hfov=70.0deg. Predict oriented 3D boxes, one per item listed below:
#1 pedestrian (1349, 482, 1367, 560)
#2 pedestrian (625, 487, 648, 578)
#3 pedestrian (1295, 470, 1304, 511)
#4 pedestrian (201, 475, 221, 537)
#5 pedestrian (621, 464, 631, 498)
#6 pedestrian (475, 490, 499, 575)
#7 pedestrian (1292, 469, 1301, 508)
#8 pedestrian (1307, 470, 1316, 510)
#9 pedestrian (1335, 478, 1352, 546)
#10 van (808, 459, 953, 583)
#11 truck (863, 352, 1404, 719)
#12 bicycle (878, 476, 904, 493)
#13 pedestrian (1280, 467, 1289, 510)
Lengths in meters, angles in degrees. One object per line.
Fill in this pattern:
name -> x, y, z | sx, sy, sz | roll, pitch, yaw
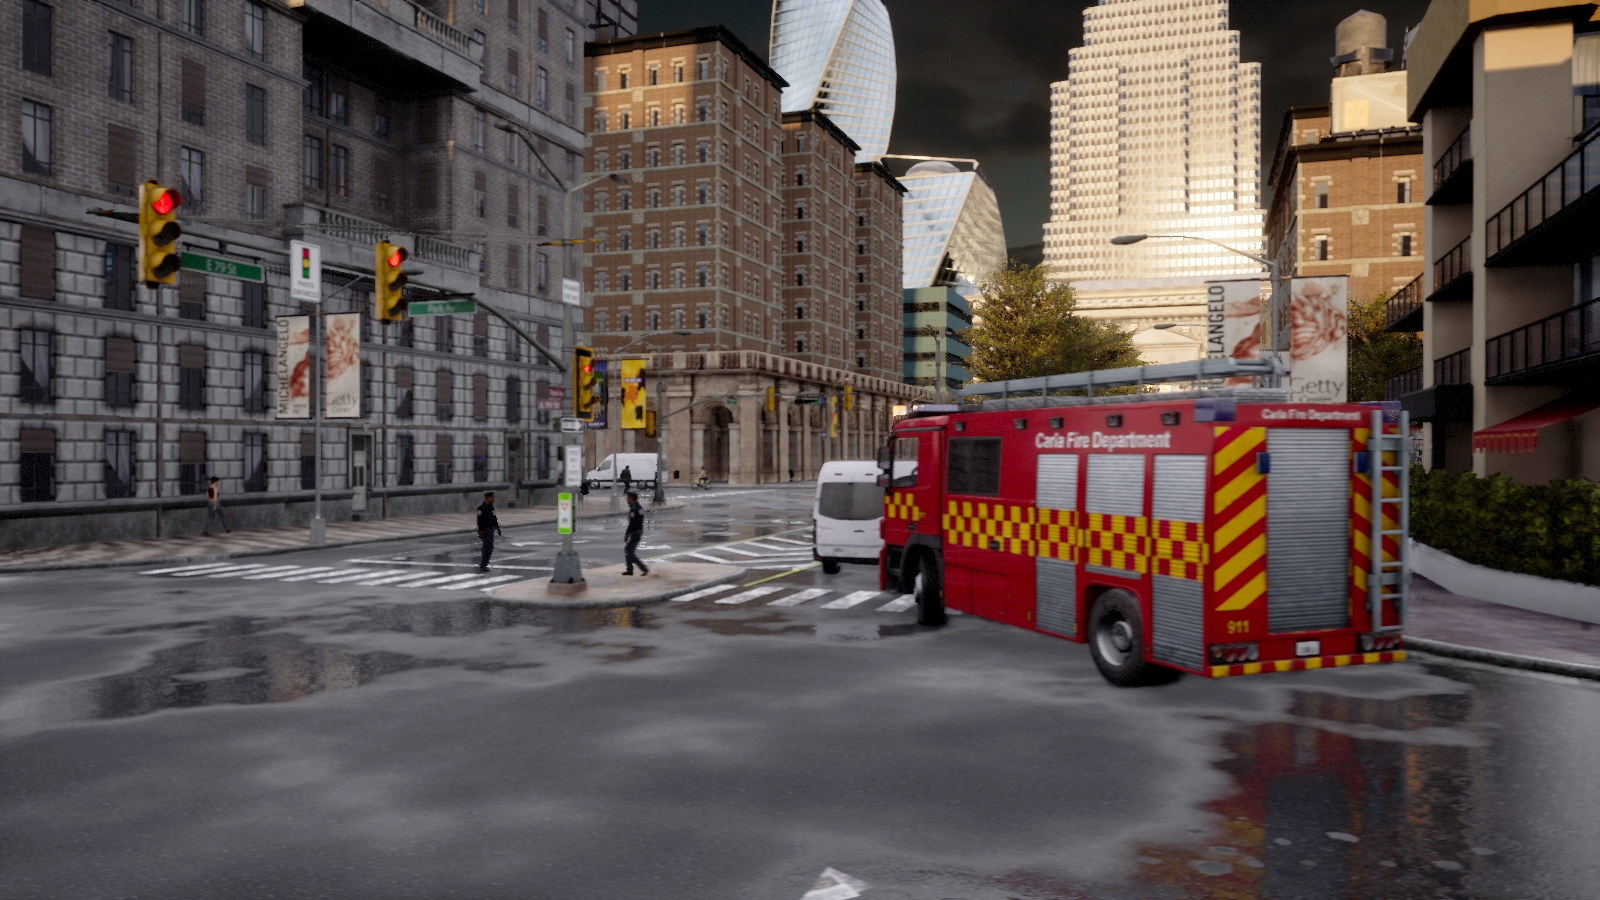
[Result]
pedestrian -> 13.411, 1.700, 27.458 | 0.375, 1.860, 0.375 | 0, 0, 30
pedestrian -> -3.387, 1.697, 23.658 | 0.375, 1.860, 0.375 | 0, 0, 11
pedestrian -> 22.779, 1.851, 52.091 | 0.375, 1.860, 0.375 | 0, 0, 25
pedestrian -> -17.739, 1.677, 34.421 | 0.375, 1.860, 0.375 | 0, 0, 21
pedestrian -> -9.548, 1.675, 62.816 | 0.375, 1.860, 0.375 | 0, 0, 28
pedestrian -> -7.000, 1.838, 25.557 | 0.375, 1.860, 0.375 | 0, 0, 21
pedestrian -> 23.939, 1.851, 55.139 | 0.375, 1.860, 0.375 | 0, 0, 20
pedestrian -> 23.686, 1.851, 52.902 | 0.375, 1.860, 0.375 | 0, 0, 31
pedestrian -> 15.013, 1.698, 31.566 | 0.375, 1.860, 0.375 | 0, 0, 20
van -> 2.081, 1.529, 27.305 | 1.988, 2.561, 5.915 | 0, 0, 19
truck -> 3.965, 0.889, 16.367 | 2.891, 3.827, 8.468 | 0, 0, -21
bicycle -> 5.913, 2.243, 74.212 | 1.487, 1.080, 0.859 | 0, 0, 17
pedestrian -> 21.296, 1.699, 50.206 | 0.375, 1.860, 0.375 | 0, 0, 21
